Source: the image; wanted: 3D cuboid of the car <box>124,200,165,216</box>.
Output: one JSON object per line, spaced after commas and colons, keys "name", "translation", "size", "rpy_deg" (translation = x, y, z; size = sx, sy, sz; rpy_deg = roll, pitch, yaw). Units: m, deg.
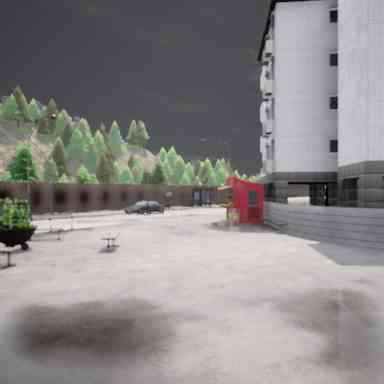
{"name": "car", "translation": [-4.621, 1.530, 33.192], "size": [1.812, 1.442, 4.674], "rpy_deg": [0, 0, 35]}
